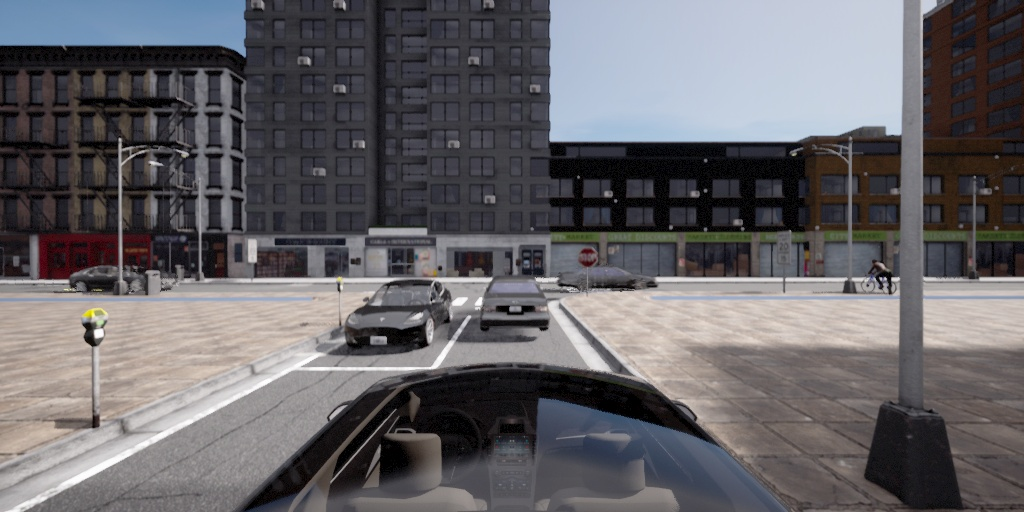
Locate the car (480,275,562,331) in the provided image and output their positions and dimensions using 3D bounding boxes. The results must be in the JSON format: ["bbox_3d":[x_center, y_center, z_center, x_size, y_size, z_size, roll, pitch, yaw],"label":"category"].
[{"bbox_3d":[0.048,1.278,10.871,2.033,1.411,5.357,0,0,-1],"label":"car"}]

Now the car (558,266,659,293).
[{"bbox_3d":[5.165,1.246,19.888,5.357,1.411,2.033,0,0,0],"label":"car"}]

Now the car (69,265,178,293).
[{"bbox_3d":[-21.405,1.269,19.872,4.892,1.490,1.837,0,0,0],"label":"car"}]

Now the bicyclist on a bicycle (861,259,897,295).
[{"bbox_3d":[17.342,0.990,16.987,0.582,1.620,1.656,0,0,0],"label":"bicyclist on a bicycle"}]

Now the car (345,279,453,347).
[{"bbox_3d":[-2.646,1.299,9.285,1.948,1.339,4.313,0,0,0],"label":"car"}]
